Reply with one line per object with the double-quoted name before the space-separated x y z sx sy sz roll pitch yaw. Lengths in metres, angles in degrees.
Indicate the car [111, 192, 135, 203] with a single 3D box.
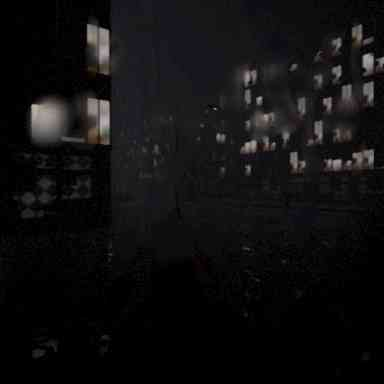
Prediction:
"car" -9.616 0.690 44.312 2.033 1.411 5.357 -1 1 -38
